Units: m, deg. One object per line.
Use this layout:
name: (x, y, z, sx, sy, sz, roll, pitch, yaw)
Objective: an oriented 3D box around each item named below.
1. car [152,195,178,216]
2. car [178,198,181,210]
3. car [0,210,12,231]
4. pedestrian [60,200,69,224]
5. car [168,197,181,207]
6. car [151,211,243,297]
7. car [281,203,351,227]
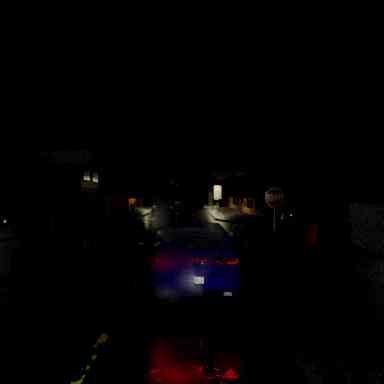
car: (-2.810, 1.469, 33.925, 2.097, 1.767, 4.553, 0, 0, 0)
car: (-2.814, 1.421, 44.684, 2.150, 2.045, 5.566, 0, -1, 0)
car: (-13.529, 1.375, 19.272, 5.566, 2.045, 2.150, -1, -2, 1)
pedestrian: (-9.641, 1.454, 25.094, 0.375, 1.860, 0.375, 0, -1, 1)
car: (-3.026, 1.673, 56.688, 2.097, 1.767, 4.553, 0, -1, -3)
car: (0.105, 1.492, 8.652, 1.882, 1.535, 5.008, 0, 0, 0)
car: (8.378, 1.464, 21.920, 4.902, 1.511, 2.128, -1, -2, 1)
